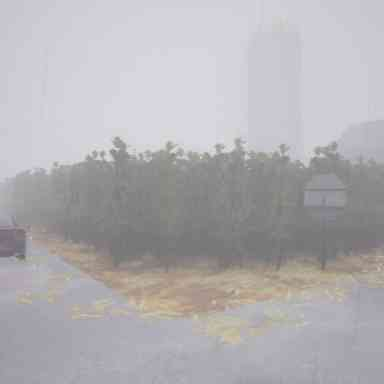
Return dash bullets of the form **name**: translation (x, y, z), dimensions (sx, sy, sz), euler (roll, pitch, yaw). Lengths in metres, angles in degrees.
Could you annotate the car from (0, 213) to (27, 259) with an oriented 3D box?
- **car**: translation (-7.265, 1.492, 11.920), dimensions (1.882, 1.535, 5.008), euler (0, 0, -35)
